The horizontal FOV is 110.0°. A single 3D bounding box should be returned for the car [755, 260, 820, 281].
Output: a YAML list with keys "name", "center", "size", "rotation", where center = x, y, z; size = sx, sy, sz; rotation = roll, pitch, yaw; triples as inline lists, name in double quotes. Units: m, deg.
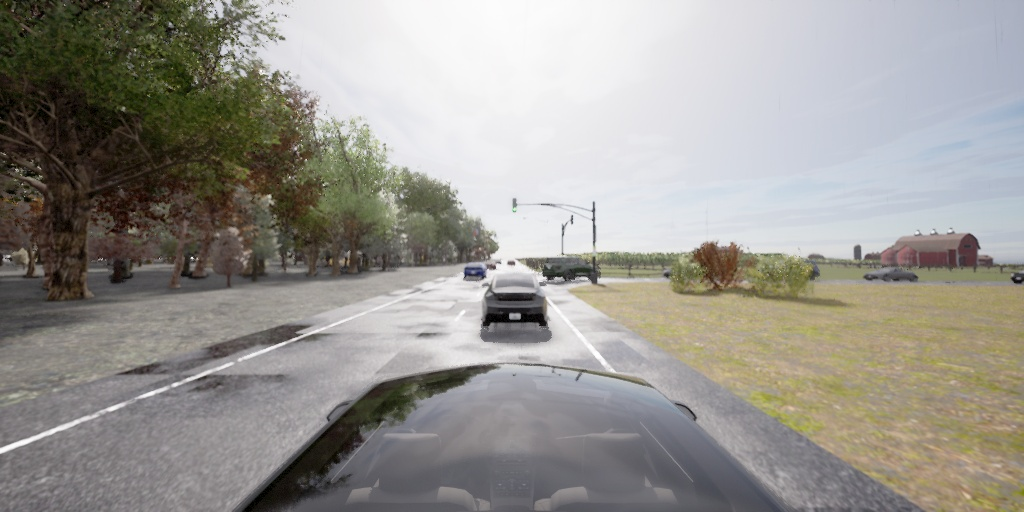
- name: "car"
  center: [28.057, 1.454, 36.588]
  size: [5.566, 2.045, 2.150]
  rotation: [1, -1, 0]

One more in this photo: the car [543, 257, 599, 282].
- name: "car"
  center: [5.041, 1.087, 30.412]
  size: [5.566, 2.045, 2.150]
  rotation: [1, -2, -41]

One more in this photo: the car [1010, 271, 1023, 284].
- name: "car"
  center: [48.850, 1.908, 32.944]
  size: [4.674, 1.442, 1.812]
  rotation: [1, -1, 0]

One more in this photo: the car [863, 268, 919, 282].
- name: "car"
  center: [38.505, 1.907, 36.541]
  size: [4.181, 1.385, 1.994]
  rotation: [1, -1, 1]

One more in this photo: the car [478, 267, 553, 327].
- name: "car"
  center: [0.074, 1.293, 11.647]
  size: [1.837, 1.490, 4.892]
  rotation: [0, 0, 0]

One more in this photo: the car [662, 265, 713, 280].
- name: "car"
  center: [17.895, 1.626, 36.624]
  size: [4.892, 1.490, 1.837]
  rotation: [1, -1, 1]

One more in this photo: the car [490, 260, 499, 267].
- name: "car"
  center: [-3.551, 1.550, 58.679]
  size: [1.895, 1.301, 4.718]
  rotation: [0, 0, 0]

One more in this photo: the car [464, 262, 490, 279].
- name: "car"
  center: [-3.488, 1.347, 34.671]
  size: [1.882, 1.535, 5.008]
  rotation: [0, 0, 0]
